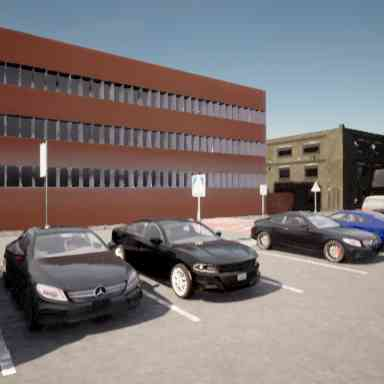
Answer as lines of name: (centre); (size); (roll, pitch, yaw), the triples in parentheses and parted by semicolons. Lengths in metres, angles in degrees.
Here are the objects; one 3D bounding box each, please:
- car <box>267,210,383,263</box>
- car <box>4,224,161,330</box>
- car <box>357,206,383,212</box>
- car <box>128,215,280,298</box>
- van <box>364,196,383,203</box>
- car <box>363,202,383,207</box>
car: (4.150, 1.459, 11.948); (2.002, 1.452, 4.674); (0, 0, -36)
car: (-2.753, 1.463, 7.025); (2.002, 1.452, 4.674); (0, 0, -35)
car: (6.453, 1.456, 13.585); (2.002, 1.452, 4.674); (0, 0, -35)
car: (-0.452, 1.423, 8.669); (2.097, 1.535, 5.008); (0, 0, -36)
van: (11.120, 1.183, 16.773); (1.878, 1.987, 4.442); (0, 0, -35)
car: (8.735, 1.442, 15.252); (2.163, 1.488, 4.792); (0, 0, -36)
